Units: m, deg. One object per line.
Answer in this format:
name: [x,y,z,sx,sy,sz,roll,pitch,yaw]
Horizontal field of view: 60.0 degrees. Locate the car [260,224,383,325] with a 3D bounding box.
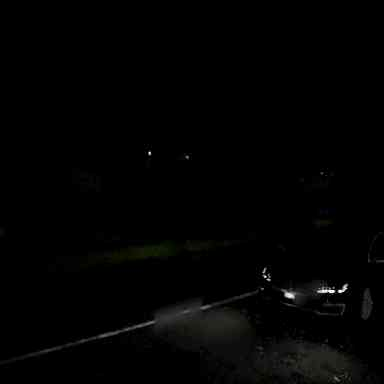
car: [3.447,1.523,7.341,4.892,1.490,1.837,0,0,-43]

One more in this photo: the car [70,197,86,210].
car: [-15.223,1.256,39.924,4.605,1.855,1.932,0,0,-43]
